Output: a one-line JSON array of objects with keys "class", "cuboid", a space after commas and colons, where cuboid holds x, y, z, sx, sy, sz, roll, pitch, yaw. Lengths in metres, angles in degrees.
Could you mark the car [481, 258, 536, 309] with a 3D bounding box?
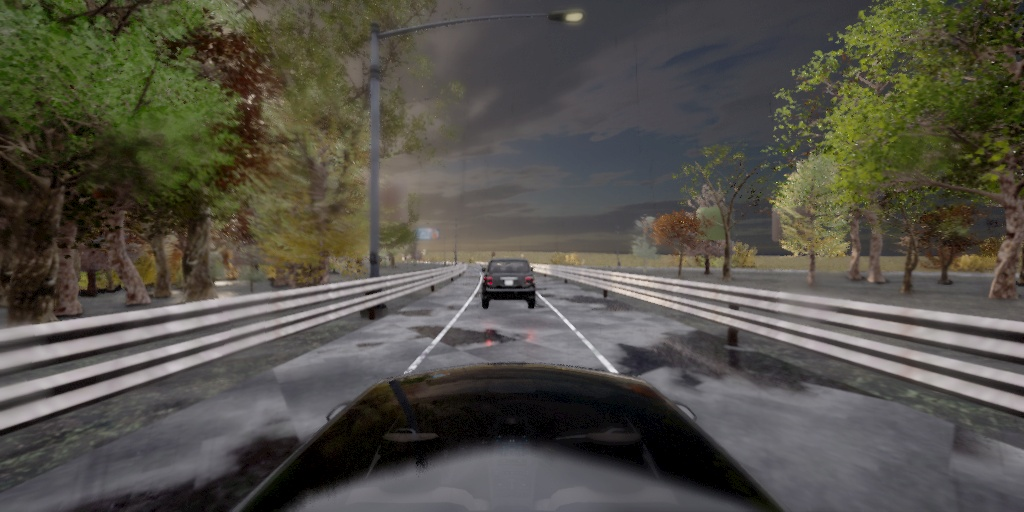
[{"class": "car", "cuboid": [-0.186, 1.099, 15.957, 2.150, 2.045, 5.566, 0, 0, -2]}]
